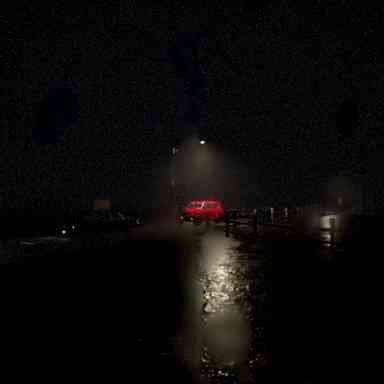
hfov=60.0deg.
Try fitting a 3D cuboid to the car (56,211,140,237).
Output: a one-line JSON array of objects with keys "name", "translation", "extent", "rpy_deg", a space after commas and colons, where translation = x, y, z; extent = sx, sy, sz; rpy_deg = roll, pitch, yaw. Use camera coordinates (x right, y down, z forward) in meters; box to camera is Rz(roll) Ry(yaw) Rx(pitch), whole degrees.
[{"name": "car", "translation": [-5.683, 1.929, 20.930], "extent": [2.033, 1.411, 5.357], "rpy_deg": [-1, -2, 35]}]

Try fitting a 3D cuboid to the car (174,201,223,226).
[{"name": "car", "translation": [0.717, 1.863, 29.952], "extent": [2.150, 2.045, 5.566], "rpy_deg": [-1, -2, 35]}]

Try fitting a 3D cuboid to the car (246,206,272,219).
[{"name": "car", "translation": [8.294, 2.463, 40.594], "extent": [1.837, 1.490, 4.892], "rpy_deg": [-1, -1, 36]}]
